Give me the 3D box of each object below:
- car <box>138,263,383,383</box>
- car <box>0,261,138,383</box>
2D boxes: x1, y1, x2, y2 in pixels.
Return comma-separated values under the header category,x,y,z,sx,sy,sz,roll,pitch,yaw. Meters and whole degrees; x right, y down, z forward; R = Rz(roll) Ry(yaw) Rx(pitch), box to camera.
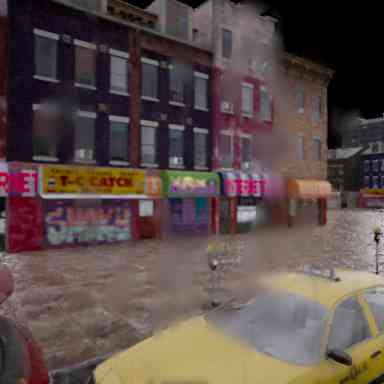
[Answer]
category,x,y,z,sx,sy,sz,roll,pitch,yaw
car,1.247,1.546,3.708,4.829,1.417,1.752,0,0,-36
car,-2.904,1.301,0.748,5.009,1.841,2.192,0,0,-36
